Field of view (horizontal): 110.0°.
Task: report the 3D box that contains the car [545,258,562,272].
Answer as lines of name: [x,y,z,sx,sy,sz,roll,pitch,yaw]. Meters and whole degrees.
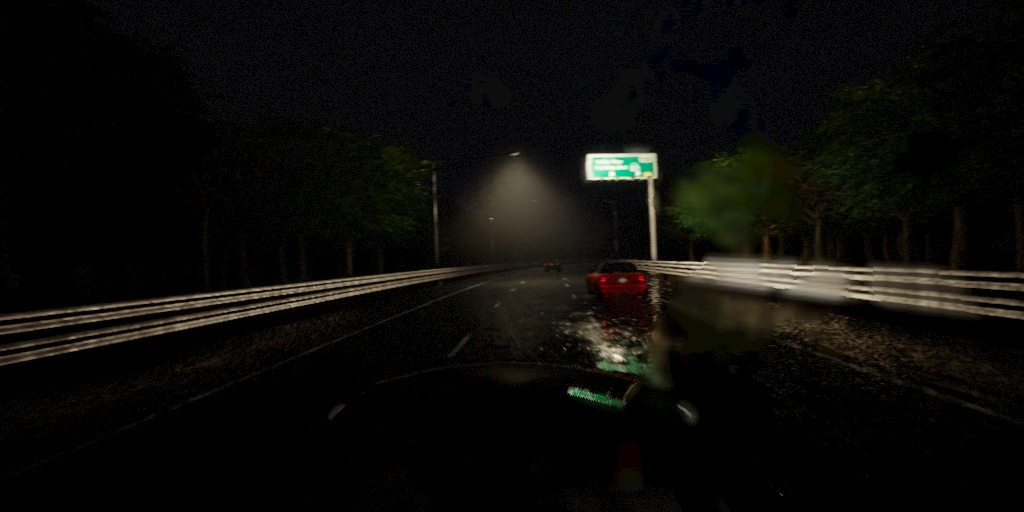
car: [5.969,1.306,51.719,2.150,2.045,5.566,-3,-1,11]

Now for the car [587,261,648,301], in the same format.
car: [4.818,1.037,17.026,2.097,1.767,4.553,-2,0,6]
